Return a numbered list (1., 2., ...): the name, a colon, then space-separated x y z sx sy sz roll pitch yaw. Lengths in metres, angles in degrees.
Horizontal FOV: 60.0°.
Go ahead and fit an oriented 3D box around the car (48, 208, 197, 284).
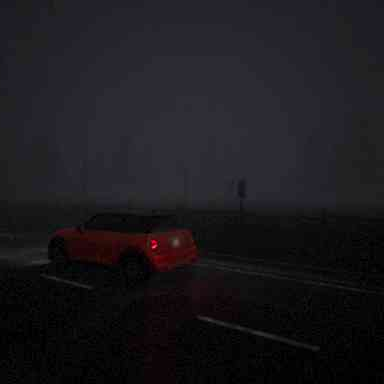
1. car: -2.159 1.317 9.729 4.553 1.767 2.097 0 0 34
